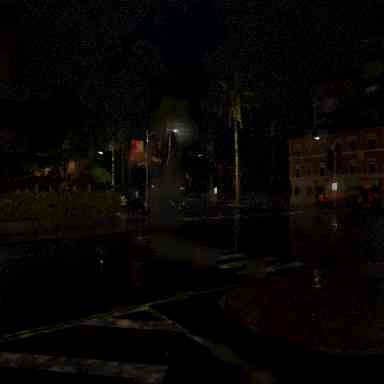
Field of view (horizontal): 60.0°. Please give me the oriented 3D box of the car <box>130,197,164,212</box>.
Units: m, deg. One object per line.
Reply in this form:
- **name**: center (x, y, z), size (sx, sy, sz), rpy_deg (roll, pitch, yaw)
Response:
- **car**: center (-5.563, 1.352, 38.869), size (2.097, 1.767, 4.553), rpy_deg (0, 0, -35)

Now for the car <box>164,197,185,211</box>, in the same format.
- **car**: center (-2.729, 1.352, 40.929), size (2.097, 1.767, 4.553), rpy_deg (0, 0, -35)

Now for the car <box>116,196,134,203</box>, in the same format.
- **car**: center (-13.861, 1.522, 68.716), size (1.812, 1.442, 4.674), rpy_deg (0, 0, -39)

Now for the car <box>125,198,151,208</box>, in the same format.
- **car**: center (-7.898, 1.601, 48.287), size (1.895, 1.301, 4.718), rpy_deg (0, 0, -35)
